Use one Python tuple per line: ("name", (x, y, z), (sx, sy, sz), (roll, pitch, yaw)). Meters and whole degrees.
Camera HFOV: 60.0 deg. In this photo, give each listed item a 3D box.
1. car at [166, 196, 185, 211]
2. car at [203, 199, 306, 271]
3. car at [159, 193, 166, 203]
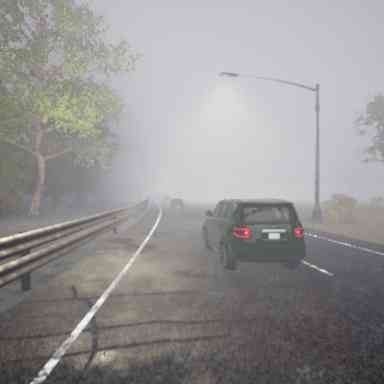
("car", (-1.885, 1.513, 40.935), (1.837, 1.490, 4.892), (0, 0, -7))
("car", (1.784, 1.227, 11.211), (2.150, 2.045, 5.566), (0, 0, -7))
("car", (-5.275, 1.532, 68.453), (1.837, 1.490, 4.892), (0, 0, -7))
